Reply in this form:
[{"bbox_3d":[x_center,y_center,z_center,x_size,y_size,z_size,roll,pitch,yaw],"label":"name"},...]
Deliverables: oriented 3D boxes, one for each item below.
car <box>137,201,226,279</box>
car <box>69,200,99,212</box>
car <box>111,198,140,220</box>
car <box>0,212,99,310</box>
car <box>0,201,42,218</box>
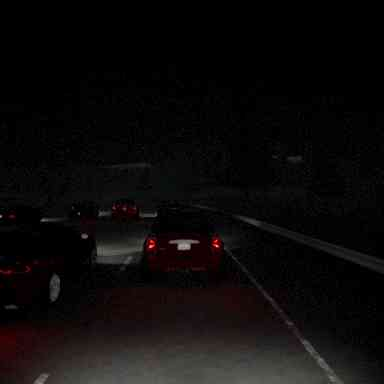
[{"bbox_3d":[-0.284,1.329,10.121,2.097,1.767,4.553,0,0,-3],"label":"car"},{"bbox_3d":[-9.071,1.443,28.151,2.128,1.511,4.902,0,0,-8],"label":"car"},{"bbox_3d":[-5.476,1.297,27.703,2.097,1.767,4.553,0,0,-8],"label":"car"},{"bbox_3d":[-3.676,1.466,7.874,1.882,1.535,5.008,0,0,-2],"label":"car"},{"bbox_3d":[-11.827,1.517,22.555,2.033,1.411,5.357,0,0,-7],"label":"car"}]
